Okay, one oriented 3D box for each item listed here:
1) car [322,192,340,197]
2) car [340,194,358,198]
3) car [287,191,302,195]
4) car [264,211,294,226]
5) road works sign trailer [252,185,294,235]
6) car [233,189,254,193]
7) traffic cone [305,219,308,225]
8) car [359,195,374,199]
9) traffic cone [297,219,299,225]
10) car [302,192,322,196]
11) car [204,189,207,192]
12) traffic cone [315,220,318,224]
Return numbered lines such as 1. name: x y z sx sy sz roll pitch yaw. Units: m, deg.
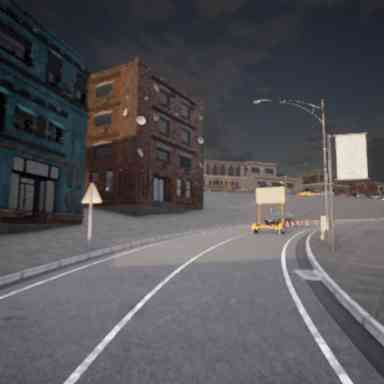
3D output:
1. car: 32.292 0.794 79.705 4.553 1.767 2.185 3 -7 -20
2. car: 37.610 1.212 81.799 4.792 1.488 2.163 3 -7 -22
3. car: 21.877 0.487 75.958 4.674 1.452 2.002 2 -7 -18
4. car: 9.599 2.905 36.520 1.837 1.490 4.892 -5 -5 39
5. road works sign trailer: 6.065 1.316 25.326 2.380 3.560 2.880 -3 -3 33
6. car: 11.319 0.050 72.665 4.892 1.521 2.231 2 -6 -17
7. traffic cone: 12.599 3.270 36.515 0.340 0.580 0.340 -4 -4 32
8. car: 42.694 1.488 83.929 4.674 1.452 2.002 3 -7 -23
9. traffic cone: 11.755 3.330 37.043 0.340 0.580 0.340 -4 -4 32
10. car: 27.116 0.678 77.776 5.008 1.535 2.097 3 -7 -19
11. car: 0.847 -0.413 69.528 4.553 1.767 2.185 2 -6 -17
12. traffic cone: 13.448 3.210 35.990 0.340 0.580 0.340 -4 -4 32
